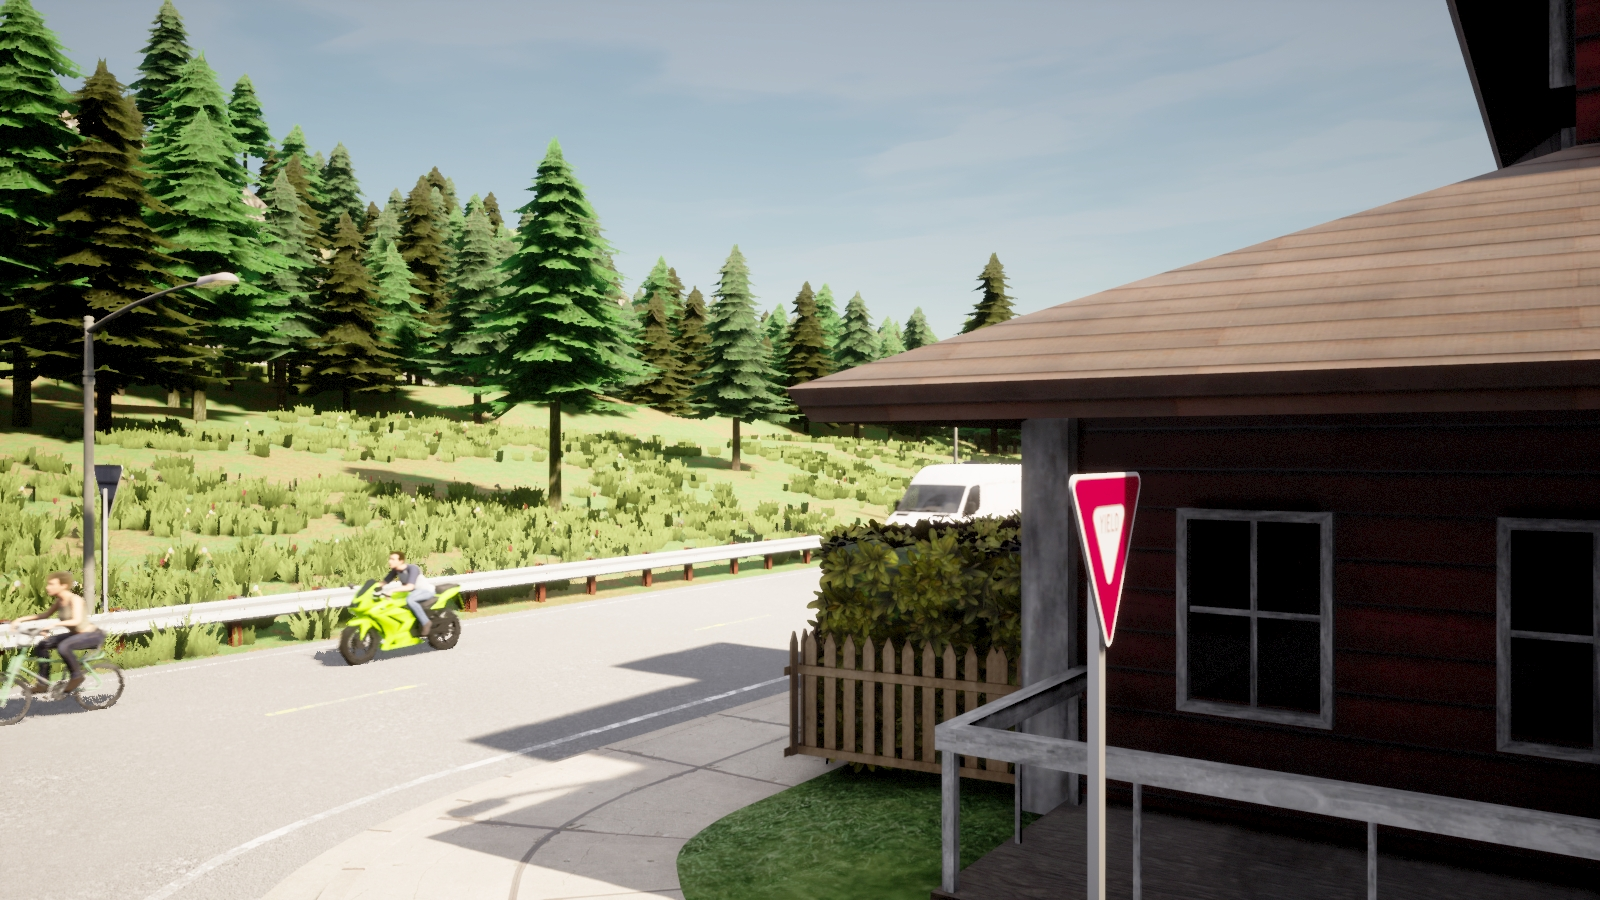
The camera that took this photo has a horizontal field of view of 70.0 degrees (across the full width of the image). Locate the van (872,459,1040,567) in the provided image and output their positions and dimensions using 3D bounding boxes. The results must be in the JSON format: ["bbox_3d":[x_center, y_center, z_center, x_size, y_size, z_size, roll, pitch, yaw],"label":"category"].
[{"bbox_3d":[4.290,1.534,30.359,1.988,2.561,5.915,0,0,34],"label":"van"}]

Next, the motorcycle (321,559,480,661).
[{"bbox_3d":[-5.599,2.213,16.140,0.803,1.145,2.033,0,0,35],"label":"motorcycle"}]
